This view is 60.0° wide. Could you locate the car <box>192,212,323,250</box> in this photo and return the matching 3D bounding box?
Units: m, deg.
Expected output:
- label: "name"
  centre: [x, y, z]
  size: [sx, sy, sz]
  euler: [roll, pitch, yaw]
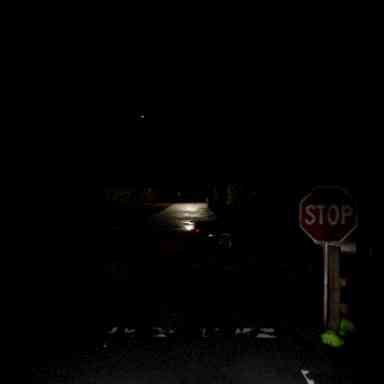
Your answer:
- label: "car"
  centre: [2.671, 1.585, 14.103]
  size: [5.357, 1.411, 2.033]
  euler: [0, 1, 1]
